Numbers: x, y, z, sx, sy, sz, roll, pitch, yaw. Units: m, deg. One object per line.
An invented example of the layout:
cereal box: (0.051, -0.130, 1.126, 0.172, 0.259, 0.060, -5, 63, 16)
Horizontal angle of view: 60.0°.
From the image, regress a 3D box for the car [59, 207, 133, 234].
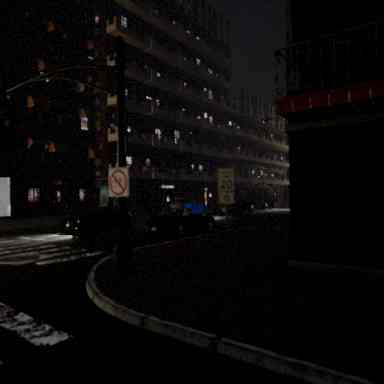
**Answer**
car: (-5.407, 1.563, 19.176, 1.994, 1.385, 4.181, -1, -1, 36)

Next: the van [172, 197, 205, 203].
van: (-0.355, 1.364, 30.437, 1.690, 1.788, 3.998, -1, -1, 36)

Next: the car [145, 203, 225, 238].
car: (-0.454, 1.435, 16.792, 2.008, 1.369, 4.403, -1, -1, 36)

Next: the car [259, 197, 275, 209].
car: (9.400, 1.430, 44.007, 1.967, 1.590, 4.097, -1, -1, 36)

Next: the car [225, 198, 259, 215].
car: (4.328, 1.454, 32.721, 2.128, 1.511, 4.902, -1, -1, 36)

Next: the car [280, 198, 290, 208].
car: (13.647, 1.530, 45.576, 1.895, 1.301, 4.718, -1, -1, 36)

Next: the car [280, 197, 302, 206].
car: (15.804, 1.494, 52.915, 1.752, 1.417, 4.829, -1, -1, 36)
